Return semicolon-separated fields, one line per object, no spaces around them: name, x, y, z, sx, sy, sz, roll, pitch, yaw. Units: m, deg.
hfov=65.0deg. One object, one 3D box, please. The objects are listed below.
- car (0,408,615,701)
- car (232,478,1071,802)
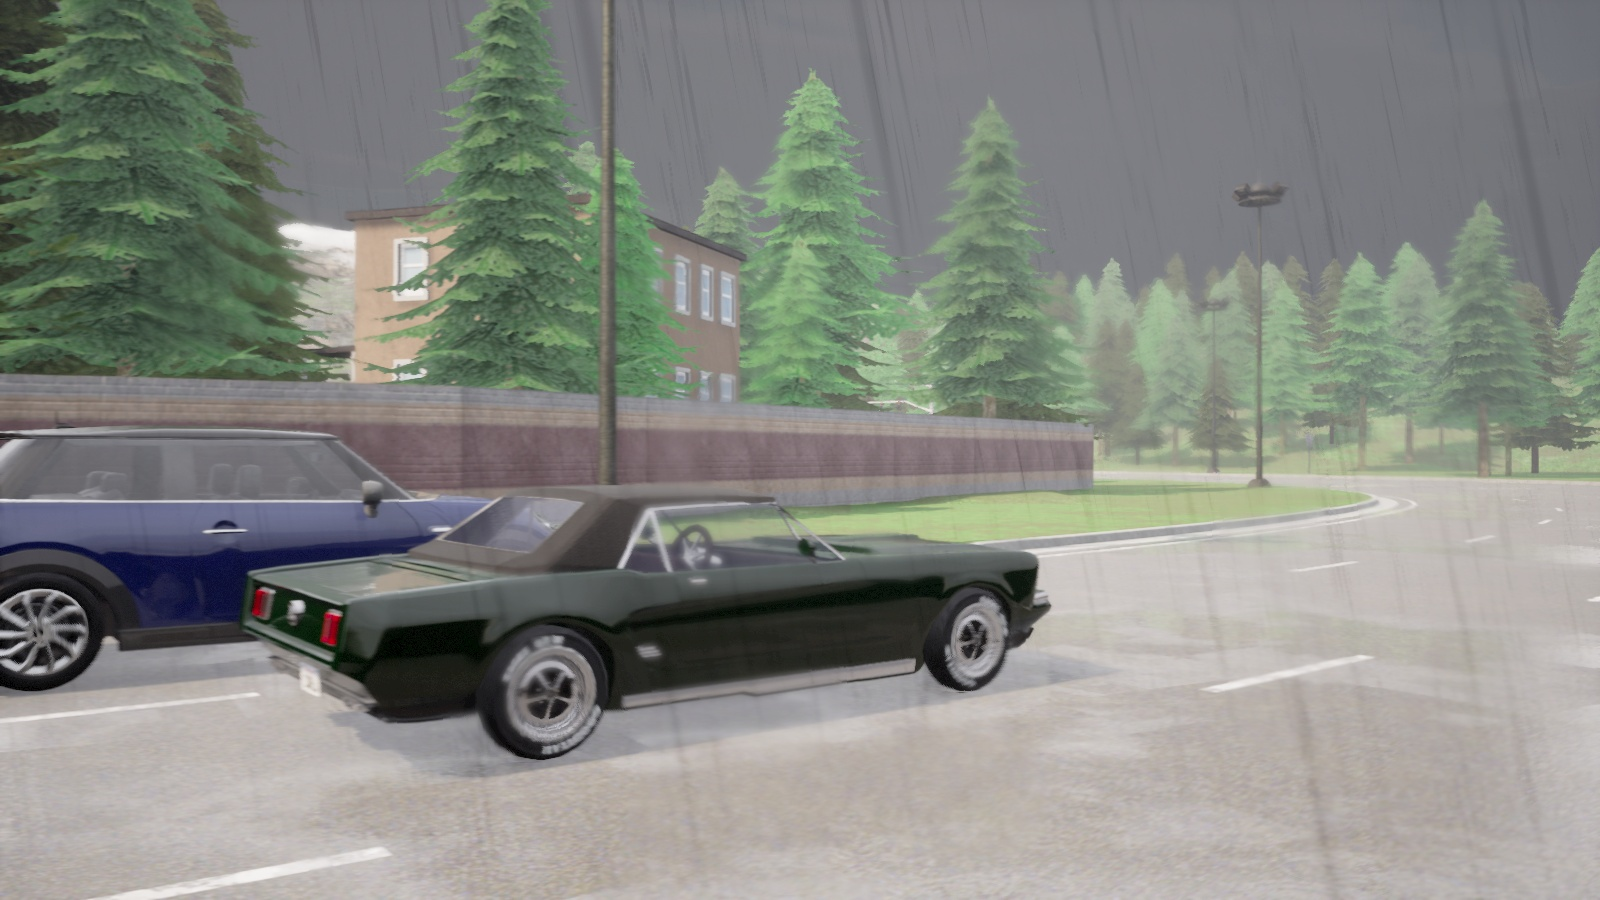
car;-3.933;0.634;9.514;4.553;1.767;2.097;0;0;-36
car;-0.671;0.864;7.579;4.718;1.301;1.895;0;0;-37
